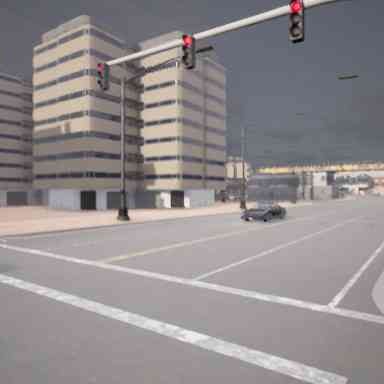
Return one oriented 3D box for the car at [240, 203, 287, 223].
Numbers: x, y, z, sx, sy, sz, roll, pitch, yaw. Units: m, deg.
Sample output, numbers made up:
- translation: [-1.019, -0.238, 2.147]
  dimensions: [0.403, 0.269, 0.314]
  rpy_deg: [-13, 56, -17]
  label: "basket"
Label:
- translation: [5.715, 1.530, 25.886]
  dimensions: [2.033, 1.411, 5.357]
  rpy_deg: [0, 0, 35]
  label: "car"
